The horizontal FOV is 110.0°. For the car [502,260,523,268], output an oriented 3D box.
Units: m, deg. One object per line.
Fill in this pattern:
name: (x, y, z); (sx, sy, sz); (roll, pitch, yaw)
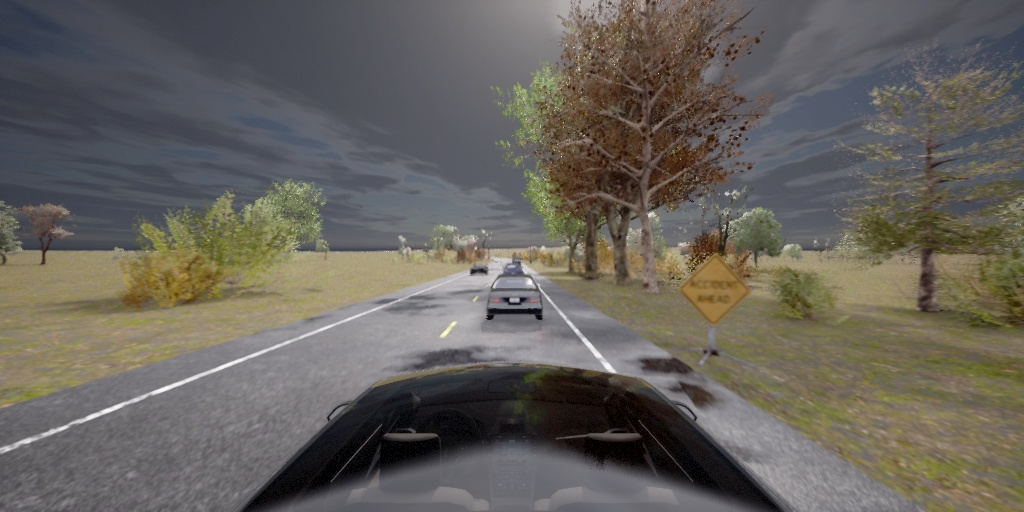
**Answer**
car: (0.093, 1.394, 33.525); (1.812, 1.442, 4.674); (0, 0, 0)

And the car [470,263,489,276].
car: (-3.598, 1.485, 40.072); (1.895, 1.301, 4.718); (0, 0, 0)

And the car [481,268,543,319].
car: (0.087, 1.343, 12.973); (2.033, 1.411, 5.357); (0, 0, 0)

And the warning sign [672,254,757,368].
warning sign: (3.550, 0.885, 6.402); (1.300, 1.860, 1.060); (0, 0, 0)
